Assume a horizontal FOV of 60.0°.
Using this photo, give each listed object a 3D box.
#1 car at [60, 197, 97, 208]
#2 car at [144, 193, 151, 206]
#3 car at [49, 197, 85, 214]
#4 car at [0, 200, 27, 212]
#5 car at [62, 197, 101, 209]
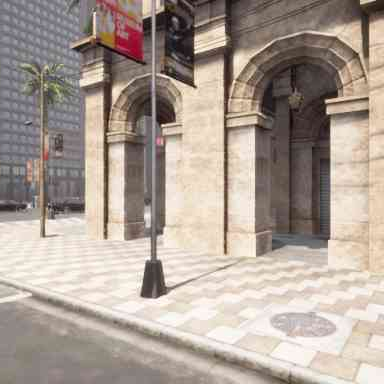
[{"bbox_3d":[-16.515,1.510,48.729,2.161,1.482,4.786,0,0,35],"label":"car"},{"bbox_3d":[-9.000,1.218,53.879,2.150,2.045,5.566,0,0,35],"label":"car"},{"bbox_3d":[-12.909,1.475,36.108,1.882,1.535,5.008,0,0,36],"label":"car"},{"bbox_3d":[-21.120,1.598,37.012,1.895,1.301,4.718,0,0,36],"label":"car"},{"bbox_3d":[-15.065,1.502,45.447,1.837,1.490,4.892,0,0,36],"label":"car"}]
